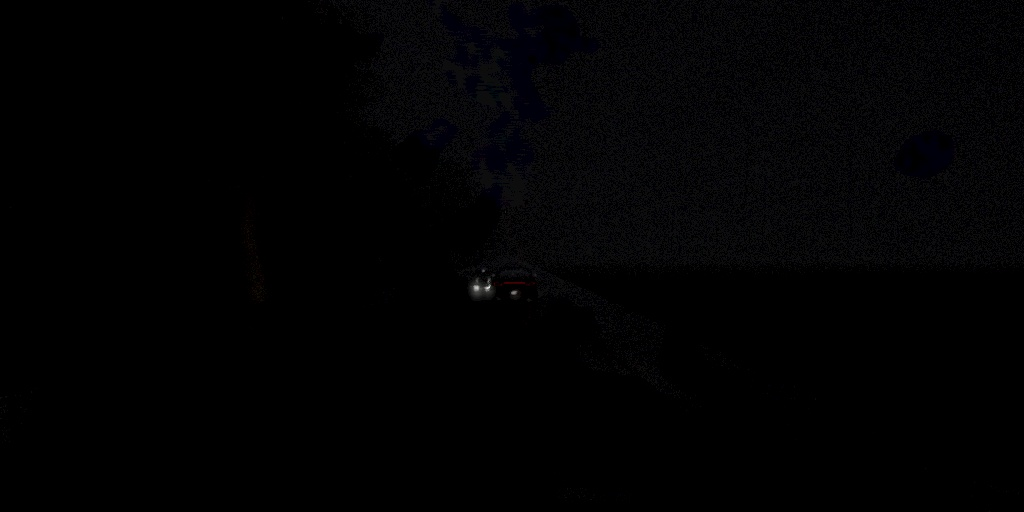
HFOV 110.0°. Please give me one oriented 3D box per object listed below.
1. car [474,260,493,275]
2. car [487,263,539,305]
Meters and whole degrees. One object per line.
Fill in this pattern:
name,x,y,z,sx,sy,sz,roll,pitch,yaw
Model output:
car,-2.766,1.182,37.339,2.128,1.511,4.902,0,0,0
car,0.100,1.202,15.828,1.882,1.535,5.008,0,0,0
